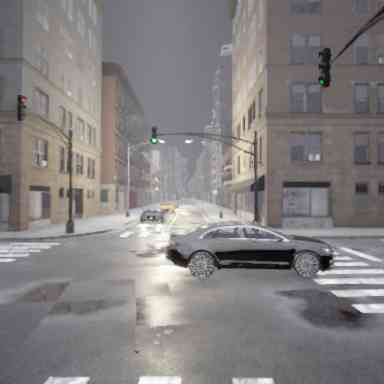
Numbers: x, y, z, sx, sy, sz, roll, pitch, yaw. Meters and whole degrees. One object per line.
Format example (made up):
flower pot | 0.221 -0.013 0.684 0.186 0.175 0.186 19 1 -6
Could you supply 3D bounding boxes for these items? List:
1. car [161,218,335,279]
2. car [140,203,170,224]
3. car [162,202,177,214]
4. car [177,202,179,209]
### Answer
car | 1.654 1.634 9.956 4.902 1.511 2.128 0 -1 0
car | -3.294 1.958 28.851 1.994 1.385 4.181 0 -1 0
car | -3.387 2.070 44.461 1.882 1.535 5.008 0 -1 0
car | -3.419 2.459 62.169 1.895 1.301 4.718 0 -1 0
